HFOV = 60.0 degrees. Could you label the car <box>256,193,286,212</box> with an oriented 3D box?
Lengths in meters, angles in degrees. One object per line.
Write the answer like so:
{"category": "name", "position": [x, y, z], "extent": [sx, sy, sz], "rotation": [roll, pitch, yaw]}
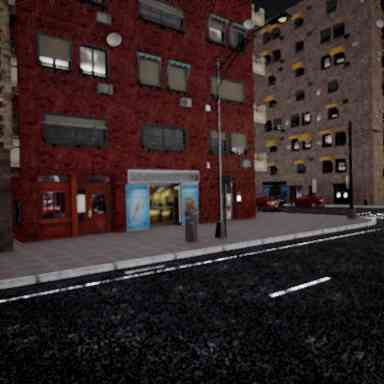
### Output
{"category": "car", "position": [6.074, 0.988, 31.994], "extent": [2.192, 1.841, 5.009], "rotation": [-3, 1, -37]}

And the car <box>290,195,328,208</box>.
{"category": "car", "position": [13.007, 1.024, 37.175], "extent": [1.802, 1.307, 4.206], "rotation": [-3, 1, -37]}

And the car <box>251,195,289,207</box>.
{"category": "car", "position": [9.656, 1.083, 41.621], "extent": [1.947, 1.339, 4.313], "rotation": [-3, 1, -37]}
